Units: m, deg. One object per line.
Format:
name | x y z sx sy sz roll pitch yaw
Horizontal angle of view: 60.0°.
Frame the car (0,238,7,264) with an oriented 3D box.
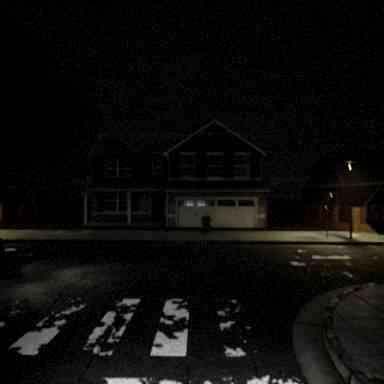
car | -7.877 1.504 9.564 5.008 1.535 1.882 0 -1 11
